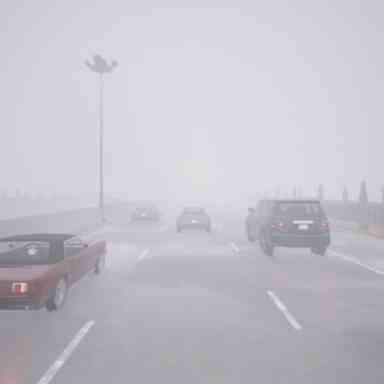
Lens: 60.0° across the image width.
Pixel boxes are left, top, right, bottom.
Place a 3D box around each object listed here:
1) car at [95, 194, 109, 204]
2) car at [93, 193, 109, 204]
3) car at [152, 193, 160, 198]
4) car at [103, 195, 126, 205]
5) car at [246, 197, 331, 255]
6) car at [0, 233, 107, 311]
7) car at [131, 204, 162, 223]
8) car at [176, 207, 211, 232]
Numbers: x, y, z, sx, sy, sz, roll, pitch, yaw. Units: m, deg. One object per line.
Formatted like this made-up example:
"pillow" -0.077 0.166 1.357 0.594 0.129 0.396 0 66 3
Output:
"car" -13.980 1.496 55.611 2.128 1.511 4.902 0 0 1
"car" -17.271 1.226 63.922 2.150 2.045 5.566 0 0 2
"car" -9.564 1.122 88.233 1.837 1.490 4.892 0 0 2
"car" -10.561 1.511 46.712 1.837 1.490 4.892 0 -1 0
"car" 3.600 1.222 13.431 2.150 2.045 5.566 0 0 0
"car" -3.401 1.602 7.700 1.895 1.301 4.718 0 0 0
"car" -3.398 1.566 25.372 1.994 1.385 4.181 0 0 0
"car" 0.100 1.565 20.068 1.994 1.385 4.181 0 0 0
